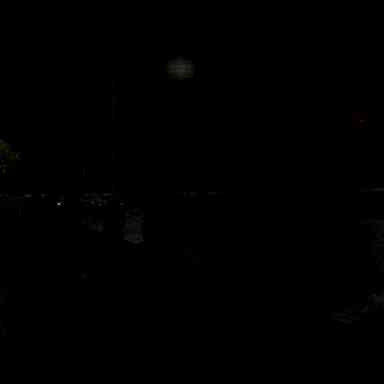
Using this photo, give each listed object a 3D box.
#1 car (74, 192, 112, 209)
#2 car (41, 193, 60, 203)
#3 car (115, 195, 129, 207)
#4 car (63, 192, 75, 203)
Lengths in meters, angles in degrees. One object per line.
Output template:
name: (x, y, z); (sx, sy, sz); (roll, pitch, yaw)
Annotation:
car: (-10.337, 0.966, 34.498); (1.812, 1.442, 4.674); (0, 0, -35)
car: (-21.370, 0.936, 50.237); (1.994, 1.385, 4.181); (0, 0, -35)
car: (-8.912, 1.028, 38.126); (1.895, 1.301, 4.718); (0, 0, -35)
car: (-18.719, 0.758, 52.118); (1.837, 1.490, 4.892); (0, 0, -35)
